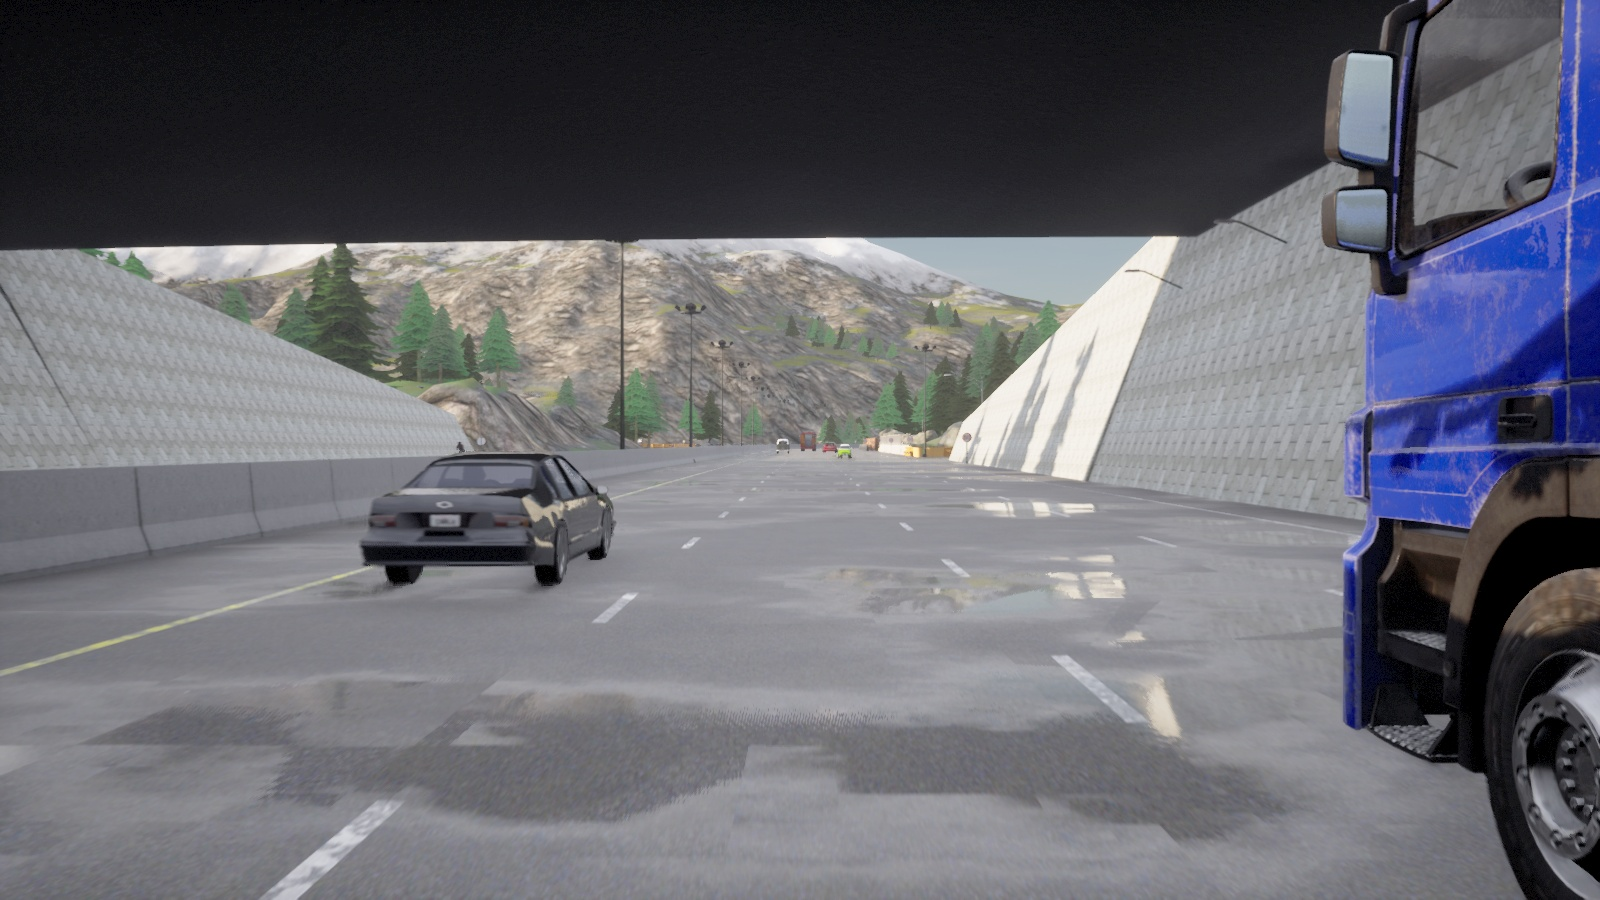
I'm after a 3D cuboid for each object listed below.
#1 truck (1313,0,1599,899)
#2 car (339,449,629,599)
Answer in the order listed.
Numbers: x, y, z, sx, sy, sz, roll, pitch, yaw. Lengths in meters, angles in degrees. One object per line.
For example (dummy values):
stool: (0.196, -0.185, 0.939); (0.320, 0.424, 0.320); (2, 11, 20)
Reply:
truck: (3.523, -0.239, 1.148); (2.891, 3.462, 7.936); (0, 0, 0)
car: (-3.401, 0.708, 14.755); (2.033, 1.411, 5.357); (0, 0, 0)
